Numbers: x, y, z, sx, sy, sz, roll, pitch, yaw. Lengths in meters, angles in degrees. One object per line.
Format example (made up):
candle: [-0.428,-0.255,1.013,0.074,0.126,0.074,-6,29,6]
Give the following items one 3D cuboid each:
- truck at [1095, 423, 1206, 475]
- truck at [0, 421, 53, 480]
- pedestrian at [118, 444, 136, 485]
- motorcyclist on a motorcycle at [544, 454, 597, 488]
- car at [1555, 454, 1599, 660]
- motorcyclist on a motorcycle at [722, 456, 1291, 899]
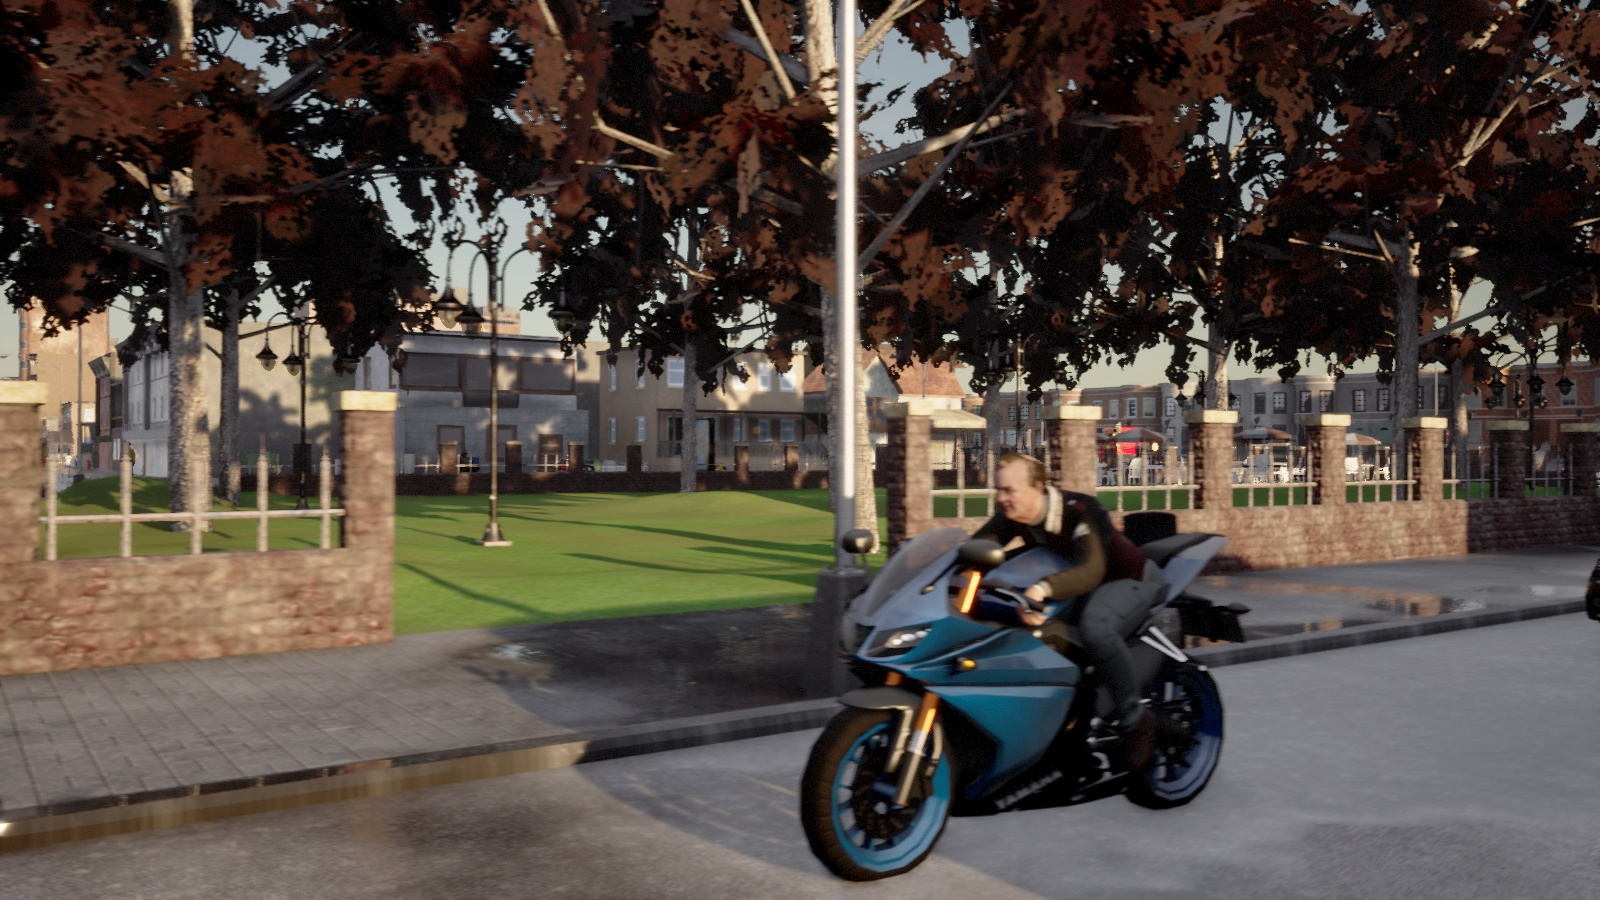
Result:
truck: [24.131,-0.075,86.932,2.891,3.462,7.936,0,0,-24]
truck: [-47.754,0.052,76.860,2.891,3.462,7.936,0,0,-35]
pedestrian: [-30.447,0.658,56.781,0.431,1.840,0.709,0,0,0]
motorcyclist on a motorcycle: [-10.437,0.942,57.066,2.191,1.530,0.866,0,0,-35]
car: [7.802,0.766,9.699,4.193,1.474,1.816,0,0,-35]
motorcyclist on a motorcycle: [0.862,0.790,4.867,2.191,1.530,0.866,0,0,-35]
